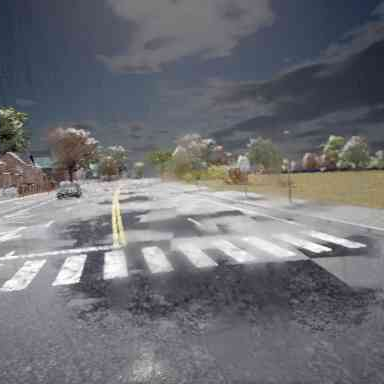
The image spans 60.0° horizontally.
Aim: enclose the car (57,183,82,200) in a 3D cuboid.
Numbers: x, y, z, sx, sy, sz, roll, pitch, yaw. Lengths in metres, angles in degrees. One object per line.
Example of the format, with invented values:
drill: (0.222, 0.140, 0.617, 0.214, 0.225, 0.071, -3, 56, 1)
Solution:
car: (-13.343, -0.219, 36.246, 2.097, 1.767, 4.553, -4, 4, -12)
